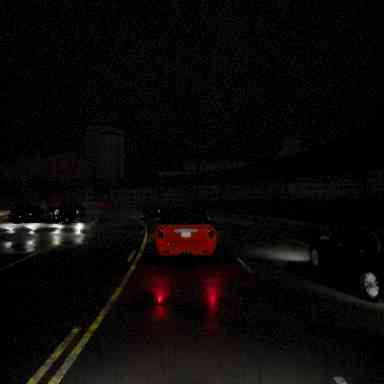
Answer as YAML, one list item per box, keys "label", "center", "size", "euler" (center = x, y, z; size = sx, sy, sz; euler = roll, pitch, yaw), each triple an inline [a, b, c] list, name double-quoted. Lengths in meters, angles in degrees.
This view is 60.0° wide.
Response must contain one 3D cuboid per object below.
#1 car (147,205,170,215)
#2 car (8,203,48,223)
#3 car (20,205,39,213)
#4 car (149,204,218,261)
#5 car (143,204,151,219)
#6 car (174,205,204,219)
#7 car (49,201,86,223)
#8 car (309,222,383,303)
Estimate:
- label: "car"
  center: [-4.701, 2.421, 46.372]
  size: [1.895, 1.301, 4.718]
  euler: [1, -2, -22]
- label: "car"
  center: [-13.364, 1.666, 27.046]
  size: [1.837, 1.490, 4.892]
  euler: [1, -2, -14]
- label: "car"
  center: [-31.184, 3.260, 63.648]
  size: [1.882, 1.535, 5.008]
  euler: [1, -3, -44]
- label: "car"
  center: [-0.327, 1.351, 12.492]
  size: [2.097, 1.767, 4.553]
  euler: [0, 0, -4]
- label: "car"
  center: [-3.625, 1.849, 32.346]
  size: [2.033, 1.411, 5.357]
  euler: [0, -2, -15]
- label: "car"
  center: [-0.369, 1.933, 33.457]
  size: [1.895, 1.301, 4.718]
  euler: [0, -2, -15]
- label: "car"
  center: [-9.678, 1.504, 26.577]
  size: [2.097, 1.767, 4.553]
  euler: [0, -1, -13]
- label: "car"
  center: [4.501, 1.511, 8.202]
  size: [1.837, 1.490, 4.892]
  euler: [0, 0, -2]
